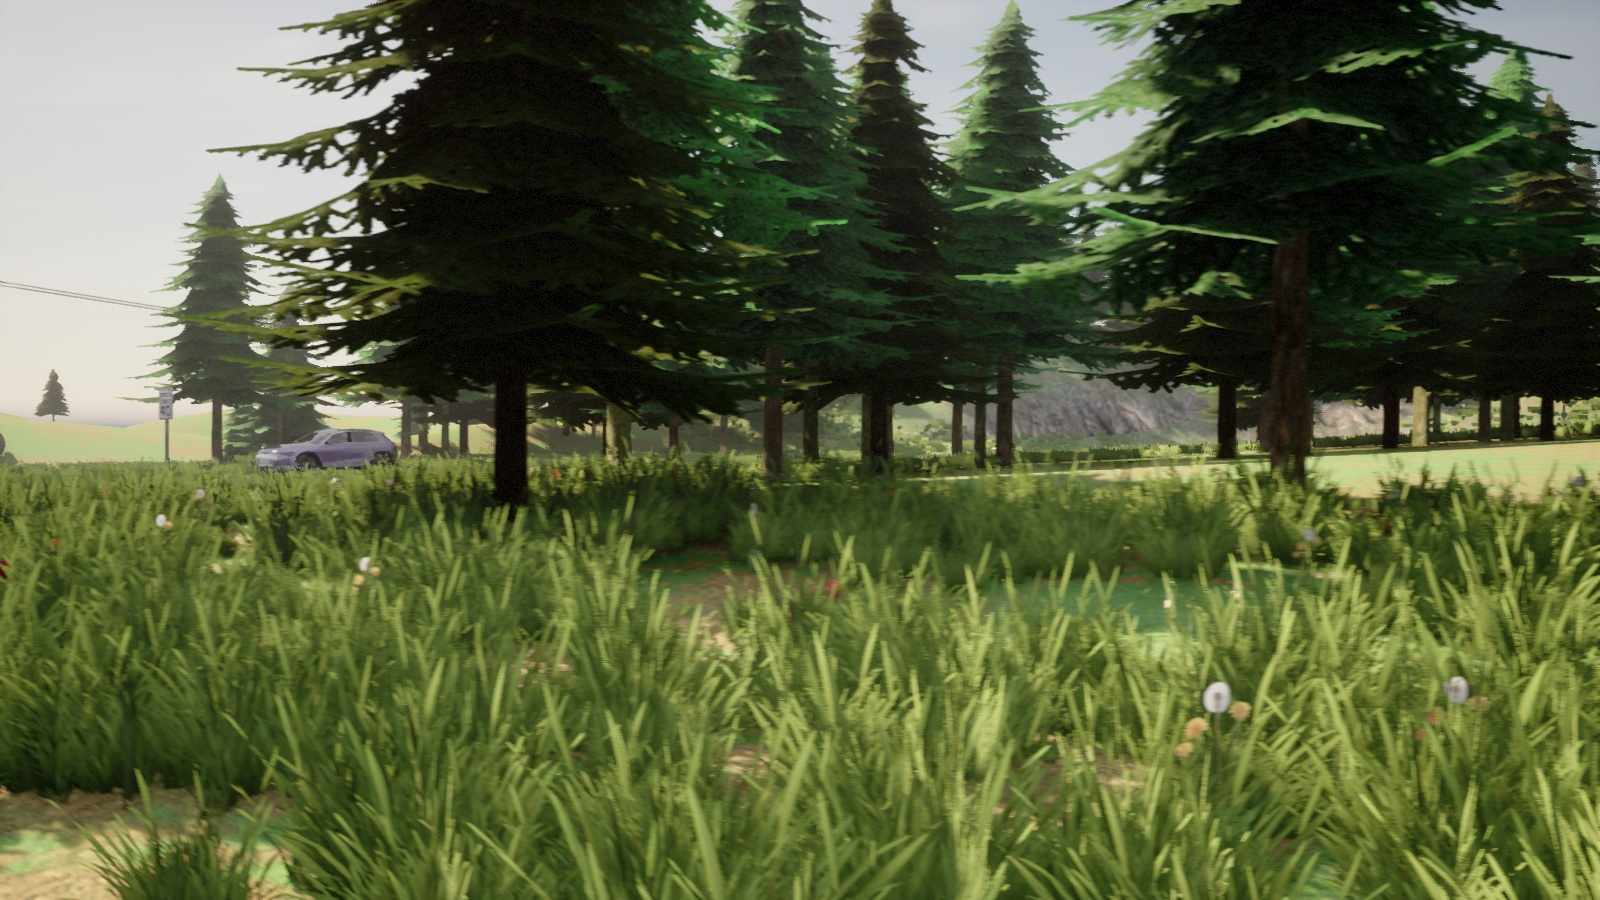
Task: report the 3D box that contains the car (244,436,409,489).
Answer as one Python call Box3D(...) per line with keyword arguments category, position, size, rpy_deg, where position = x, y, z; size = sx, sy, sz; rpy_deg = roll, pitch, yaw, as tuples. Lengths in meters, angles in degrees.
Box3D(category="car", position=(-15.706, 0.372, 41.914), size=(2.033, 1.649, 4.856), rpy_deg=(0, 1, 33))
